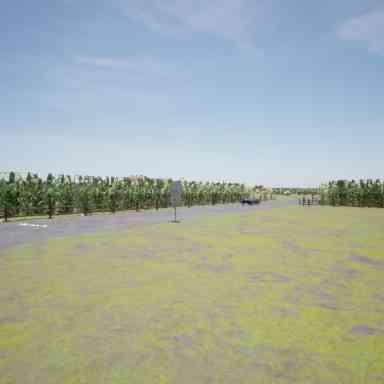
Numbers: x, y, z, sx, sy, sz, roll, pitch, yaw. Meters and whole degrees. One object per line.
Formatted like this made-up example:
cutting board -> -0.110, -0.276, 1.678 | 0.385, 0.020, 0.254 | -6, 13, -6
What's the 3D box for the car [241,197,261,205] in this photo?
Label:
car -> 10.115, 1.573, 56.885 | 1.895, 1.301, 4.718 | 0, 0, 31
